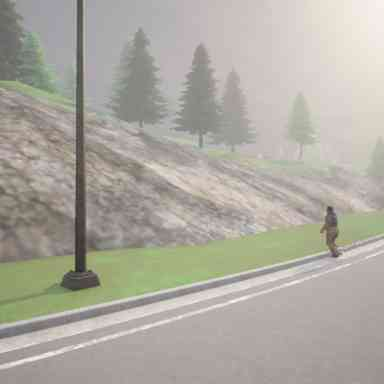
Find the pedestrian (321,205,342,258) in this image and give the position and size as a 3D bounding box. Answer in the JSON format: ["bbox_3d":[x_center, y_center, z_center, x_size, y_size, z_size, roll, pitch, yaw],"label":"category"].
[{"bbox_3d":[4.717,1.294,11.218,0.375,1.860,0.375,0,0,-43],"label":"pedestrian"}]
